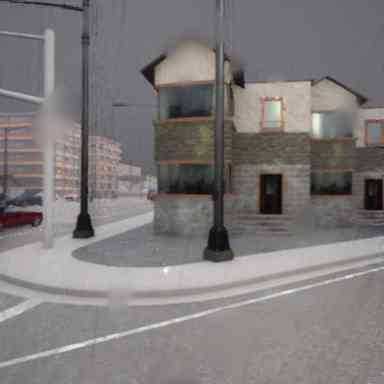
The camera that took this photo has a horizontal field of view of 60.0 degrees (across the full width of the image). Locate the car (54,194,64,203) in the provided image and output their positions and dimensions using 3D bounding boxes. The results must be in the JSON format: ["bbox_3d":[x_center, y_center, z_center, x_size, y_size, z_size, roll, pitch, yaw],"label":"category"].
[{"bbox_3d":[-19.543,0.742,44.215,1.812,1.442,4.674,0,1,10],"label":"car"}]

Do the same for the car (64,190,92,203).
[{"bbox_3d":[-15.712,0.569,45.806,2.097,1.767,4.553,0,1,10],"label":"car"}]

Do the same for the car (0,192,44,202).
[{"bbox_3d":[-17.569,0.938,35.671,2.033,1.411,5.357,0,1,10],"label":"car"}]

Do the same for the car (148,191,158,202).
[{"bbox_3d":[-4.455,0.863,48.538,1.895,1.301,4.718,0,0,10],"label":"car"}]

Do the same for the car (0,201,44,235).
[{"bbox_3d":[-9.921,1.406,17.525,1.895,1.301,4.718,0,1,10],"label":"car"}]

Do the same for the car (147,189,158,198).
[{"bbox_3d":[-6.249,0.523,58.998,2.150,2.045,5.566,0,-1,10],"label":"car"}]
